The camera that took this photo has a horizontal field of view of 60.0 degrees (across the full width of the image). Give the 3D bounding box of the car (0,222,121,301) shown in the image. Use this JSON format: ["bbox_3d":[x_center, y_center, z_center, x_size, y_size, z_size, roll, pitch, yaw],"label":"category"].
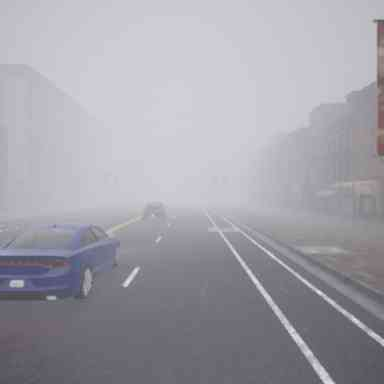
[{"bbox_3d":[-3.151,1.508,8.466,1.882,1.535,5.008,0,0,0],"label":"car"}]

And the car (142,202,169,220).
[{"bbox_3d":[-3.148,1.611,29.018,1.837,1.490,4.892,0,0,0],"label":"car"}]
